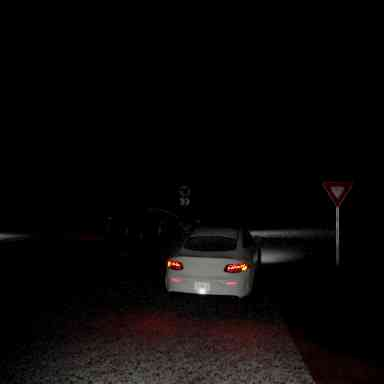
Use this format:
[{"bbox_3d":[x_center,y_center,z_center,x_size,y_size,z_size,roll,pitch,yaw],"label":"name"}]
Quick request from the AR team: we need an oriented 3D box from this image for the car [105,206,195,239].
[{"bbox_3d":[-1.869,1.490,16.933,4.902,1.511,2.128,0,0,-12],"label":"car"}]

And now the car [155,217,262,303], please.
[{"bbox_3d":[0.692,1.525,8.214,1.812,1.442,4.674,0,0,13],"label":"car"}]
